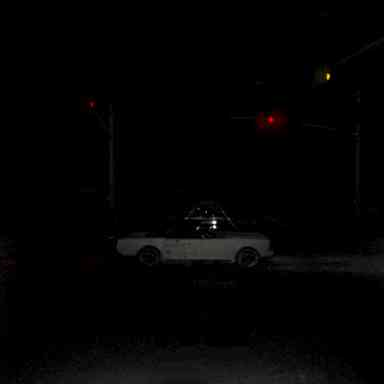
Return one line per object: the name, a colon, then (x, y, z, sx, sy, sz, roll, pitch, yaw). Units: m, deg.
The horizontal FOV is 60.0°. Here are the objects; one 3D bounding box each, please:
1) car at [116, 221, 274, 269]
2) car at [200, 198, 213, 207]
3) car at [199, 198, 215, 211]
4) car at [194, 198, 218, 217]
car: (0.136, 1.601, 10.622, 4.718, 1.301, 1.895, 0, 0, 2)
car: (2.285, 1.566, 50.821, 1.895, 1.301, 4.718, 0, 0, 3)
car: (1.792, 1.470, 40.684, 1.837, 1.490, 4.892, 0, 0, 3)
car: (1.361, 1.491, 31.529, 1.812, 1.442, 4.674, 0, 0, 3)
